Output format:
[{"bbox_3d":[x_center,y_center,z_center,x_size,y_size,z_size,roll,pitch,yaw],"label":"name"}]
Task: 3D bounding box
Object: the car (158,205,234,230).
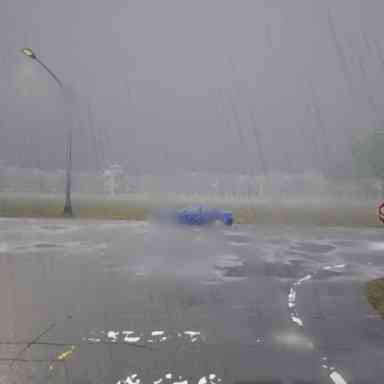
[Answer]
[{"bbox_3d":[0.259,1.564,21.892,5.008,1.535,1.882,2,0,0],"label":"car"}]
